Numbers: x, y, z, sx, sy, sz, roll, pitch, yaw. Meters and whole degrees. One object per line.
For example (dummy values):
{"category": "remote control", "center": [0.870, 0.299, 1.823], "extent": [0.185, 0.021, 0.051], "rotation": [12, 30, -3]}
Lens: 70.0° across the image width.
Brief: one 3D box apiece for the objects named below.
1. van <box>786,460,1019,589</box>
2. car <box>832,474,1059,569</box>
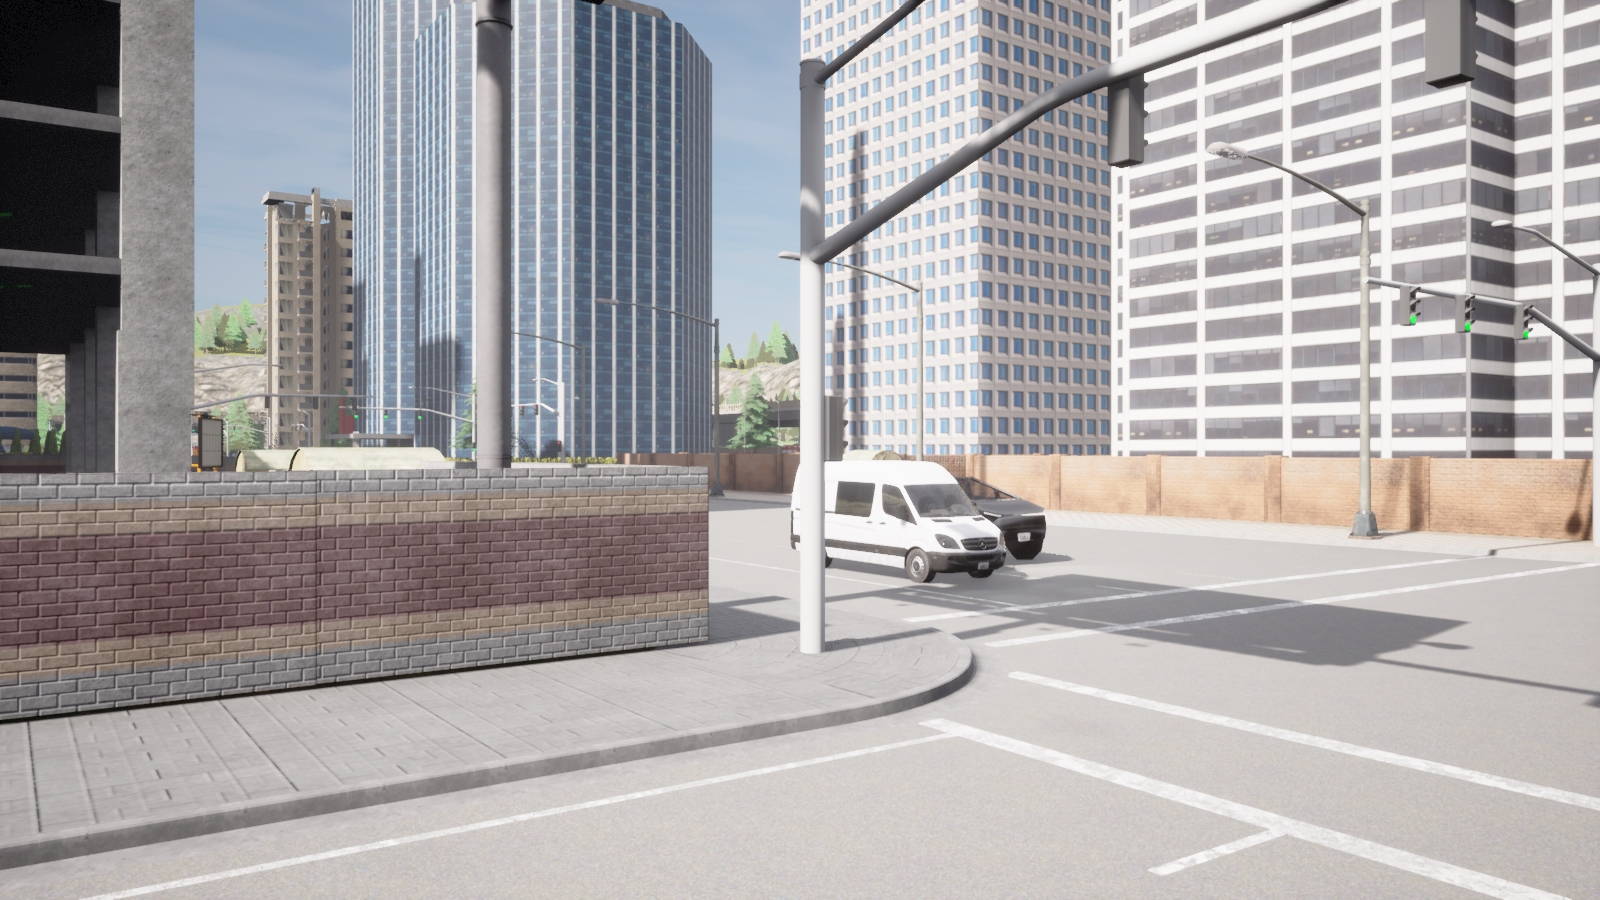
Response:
{"category": "van", "center": [2.162, 1.533, 26.216], "extent": [1.988, 2.561, 5.915], "rotation": [0, 0, -35]}
{"category": "car", "center": [3.654, 1.752, 30.193], "extent": [2.390, 2.098, 6.274], "rotation": [0, 0, -35]}
